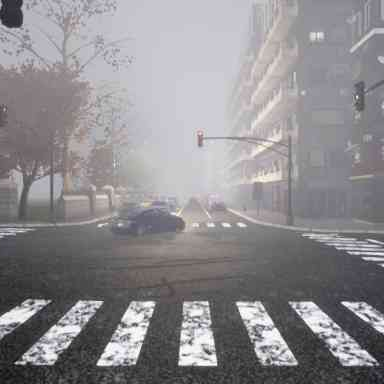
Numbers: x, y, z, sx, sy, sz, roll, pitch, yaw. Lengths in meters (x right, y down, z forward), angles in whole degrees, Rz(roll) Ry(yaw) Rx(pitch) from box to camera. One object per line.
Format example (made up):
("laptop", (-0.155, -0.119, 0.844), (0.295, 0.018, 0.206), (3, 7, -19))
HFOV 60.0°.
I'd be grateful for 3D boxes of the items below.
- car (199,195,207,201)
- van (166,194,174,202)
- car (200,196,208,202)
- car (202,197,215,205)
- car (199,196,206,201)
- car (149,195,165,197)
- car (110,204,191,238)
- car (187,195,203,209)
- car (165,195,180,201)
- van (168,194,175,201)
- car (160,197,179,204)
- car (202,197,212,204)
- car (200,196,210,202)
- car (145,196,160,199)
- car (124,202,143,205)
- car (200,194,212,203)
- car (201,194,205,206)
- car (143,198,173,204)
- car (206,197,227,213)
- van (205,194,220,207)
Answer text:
("car", (2.978, 1.540, 87.166), (1.967, 1.590, 4.097), (0, 0, 0))
("van", (-5.421, 1.428, 81.565), (1.690, 1.788, 3.998), (0, 0, 0))
("car", (2.959, 1.632, 81.537), (1.887, 1.381, 4.507), (0, 0, 0))
("car", (2.885, 1.597, 59.017), (2.008, 1.369, 4.403), (0, 0, 0))
("car", (2.996, 1.697, 92.797), (1.802, 1.307, 4.206), (0, 0, 0))
("car", (-5.531, 1.345, 47.784), (2.192, 1.841, 5.009), (0, 0, 0))
("car", (-2.272, 1.570, 17.816), (1.994, 1.385, 4.181), (0, 0, 39))
("car", (0.255, 1.555, 47.096), (1.812, 1.442, 4.674), (0, 0, 0))
("car", (-2.912, 1.538, 50.401), (1.837, 1.490, 4.892), (0, 0, 0))
("van", (-5.402, 1.441, 87.194), (1.690, 1.788, 3.998), (0, 0, 0))
("car", (-2.961, 1.622, 40.210), (1.895, 1.301, 4.718), (0, 0, 0))
("car", (2.904, 1.600, 64.646), (1.887, 1.381, 4.507), (0, 0, 0))
("car", (2.941, 1.626, 75.907), (2.008, 1.369, 4.403), (0, 0, 0))
("car", (-5.550, 1.548, 41.984), (1.752, 1.417, 4.829), (0, 0, 0))
("car", (-5.587, 1.579, 30.893), (1.947, 1.339, 4.313), (0, 0, 0))
("car", (2.923, 1.380, 70.277), (2.192, 1.841, 5.009), (0, 0, 0))
("car", (2.868, 1.478, 53.387), (1.967, 1.590, 4.097), (0, 0, 0))
("car", (-2.994, 1.538, 30.286), (1.812, 1.442, 4.674), (0, 0, 0))
("car", (2.812, 1.562, 36.495), (1.887, 1.381, 4.507), (0, 0, 0))
("van", (2.831, 1.364, 42.126), (1.690, 1.788, 3.998), (0, 0, 0))
